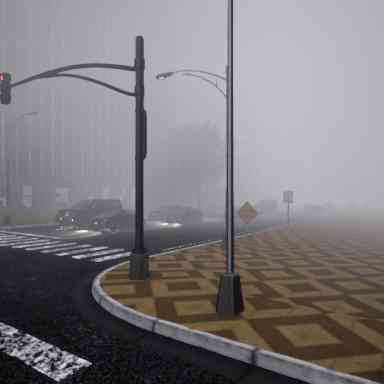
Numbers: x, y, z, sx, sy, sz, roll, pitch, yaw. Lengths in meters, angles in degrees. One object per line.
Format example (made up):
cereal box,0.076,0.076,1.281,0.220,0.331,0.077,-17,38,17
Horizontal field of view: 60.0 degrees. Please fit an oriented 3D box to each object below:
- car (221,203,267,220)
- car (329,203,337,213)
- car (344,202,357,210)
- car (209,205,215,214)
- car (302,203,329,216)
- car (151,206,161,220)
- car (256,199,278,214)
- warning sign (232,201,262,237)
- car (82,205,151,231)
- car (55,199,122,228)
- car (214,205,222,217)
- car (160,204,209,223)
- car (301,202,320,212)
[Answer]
car,5.278,2.120,33.111,2.033,1.411,5.357,0,-1,33
car,21.782,2.537,53.016,1.837,1.490,4.892,0,-1,33
car,31.436,2.770,65.959,1.801,1.575,5.366,0,-1,33
car,3.045,2.279,42.031,1.895,1.301,4.718,0,-1,32
car,16.492,2.406,44.678,2.033,1.411,5.357,0,-1,33
car,-2.429,2.001,33.509,1.837,1.490,4.892,0,-1,33
car,10.674,2.064,47.833,2.150,2.045,5.566,0,-1,33
warning sign,3.088,1.454,18.560,1.300,1.860,1.060,1,1,33
car,-5.157,1.883,23.243,1.994,1.385,4.181,0,-1,33
car,-7.607,1.547,25.440,2.150,2.045,5.566,0,-1,33
car,4.832,2.251,38.803,1.895,1.301,4.718,0,-1,33
car,-0.626,2.033,30.310,1.994,1.385,4.181,0,-1,32
car,20.132,2.539,56.278,1.882,1.535,5.008,0,-1,33
